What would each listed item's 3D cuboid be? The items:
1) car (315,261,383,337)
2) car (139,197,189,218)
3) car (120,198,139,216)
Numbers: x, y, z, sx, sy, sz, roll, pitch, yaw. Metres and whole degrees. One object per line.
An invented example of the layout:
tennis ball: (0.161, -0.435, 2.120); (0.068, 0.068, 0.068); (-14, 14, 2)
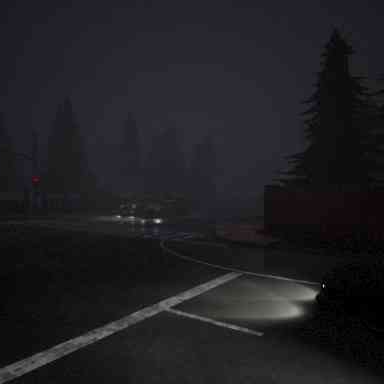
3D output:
car: (4.752, 1.547, 4.875); (5.357, 1.411, 2.033); (0, 0, 36)
car: (-2.226, 1.478, 30.662); (1.882, 1.535, 5.008); (0, 0, 35)
car: (-4.958, 1.352, 32.857); (2.097, 1.767, 4.553); (0, 0, 35)
